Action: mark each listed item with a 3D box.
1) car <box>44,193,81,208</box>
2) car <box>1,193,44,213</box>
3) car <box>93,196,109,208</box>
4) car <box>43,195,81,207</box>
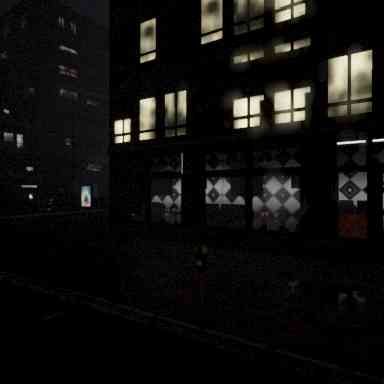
[{"bbox_3d":[-15.675,0.884,39.984,2.097,1.767,4.553,0,1,35],"label":"car"},{"bbox_3d":[-16.185,1.029,29.106,2.192,1.841,5.009,1,2,35],"label":"car"},{"bbox_3d":[-9.837,1.072,38.210,1.947,1.339,4.313,1,2,35],"label":"car"},{"bbox_3d":[-16.745,1.074,42.954,1.802,1.307,4.206,1,2,35],"label":"car"}]
